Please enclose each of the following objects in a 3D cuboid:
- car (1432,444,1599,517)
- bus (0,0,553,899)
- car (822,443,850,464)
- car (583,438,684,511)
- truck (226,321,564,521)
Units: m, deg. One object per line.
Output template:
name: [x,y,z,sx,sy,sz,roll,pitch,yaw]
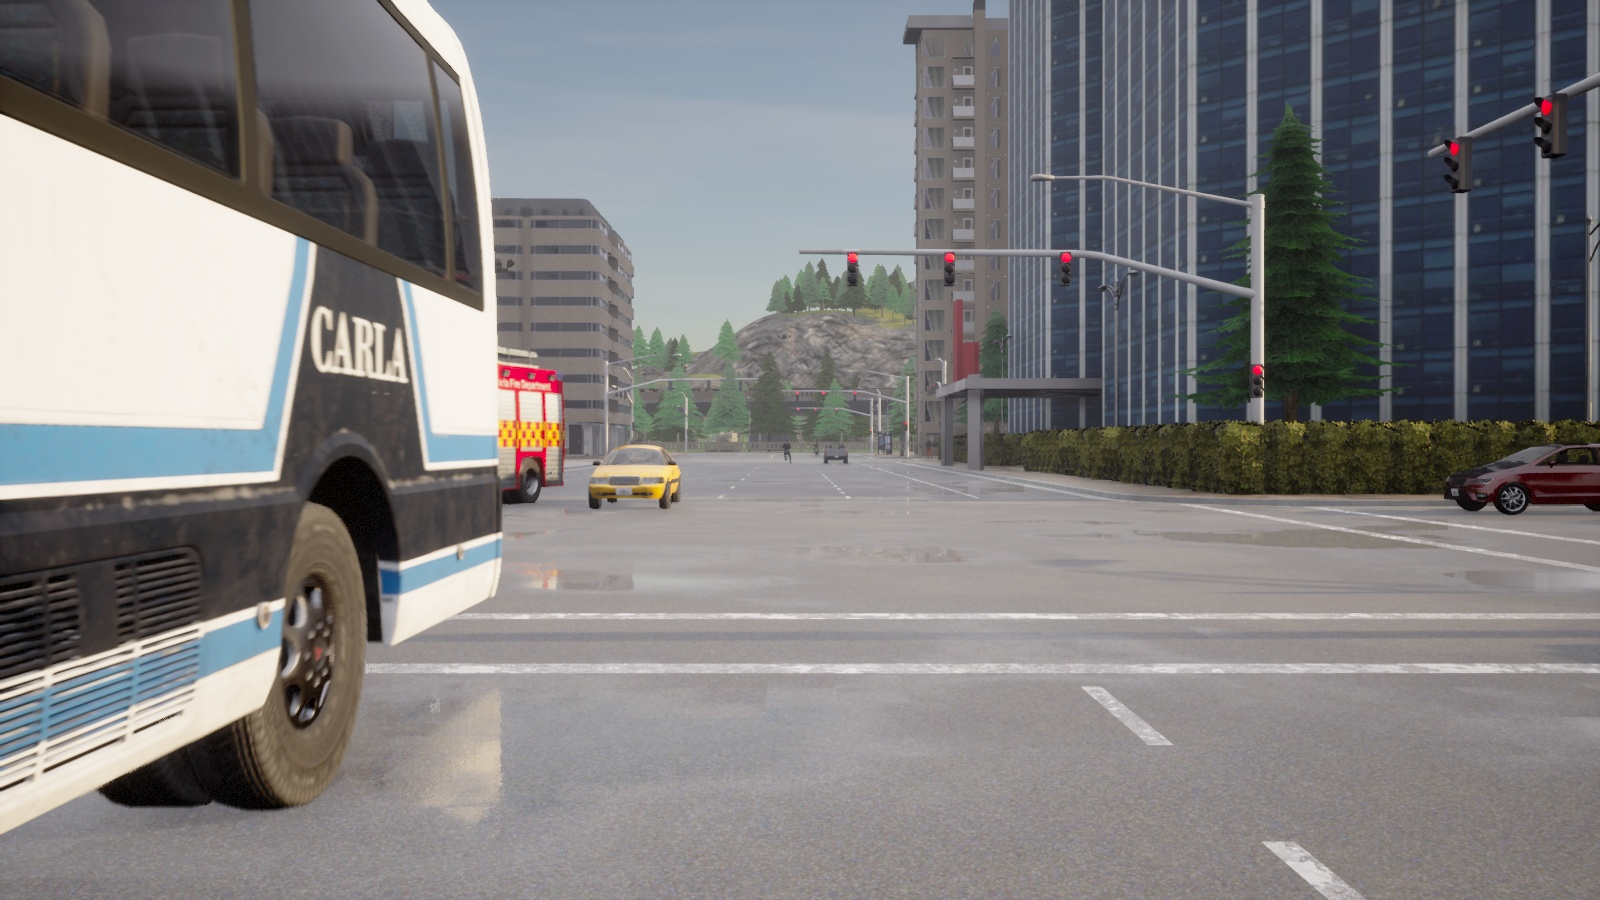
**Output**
car: [15.923,0.623,26.546,4.193,1.474,1.816,0,0,0]
bus: [-3.471,-0.647,2.500,3.944,4.253,10.273,0,0,0]
car: [2.553,0.252,90.334,1.845,1.501,3.633,0,0,-1]
car: [-3.858,0.513,29.922,1.801,1.575,5.366,0,0,-1]
truck: [-8.729,-0.586,28.527,2.891,3.827,8.468,1,0,18]
